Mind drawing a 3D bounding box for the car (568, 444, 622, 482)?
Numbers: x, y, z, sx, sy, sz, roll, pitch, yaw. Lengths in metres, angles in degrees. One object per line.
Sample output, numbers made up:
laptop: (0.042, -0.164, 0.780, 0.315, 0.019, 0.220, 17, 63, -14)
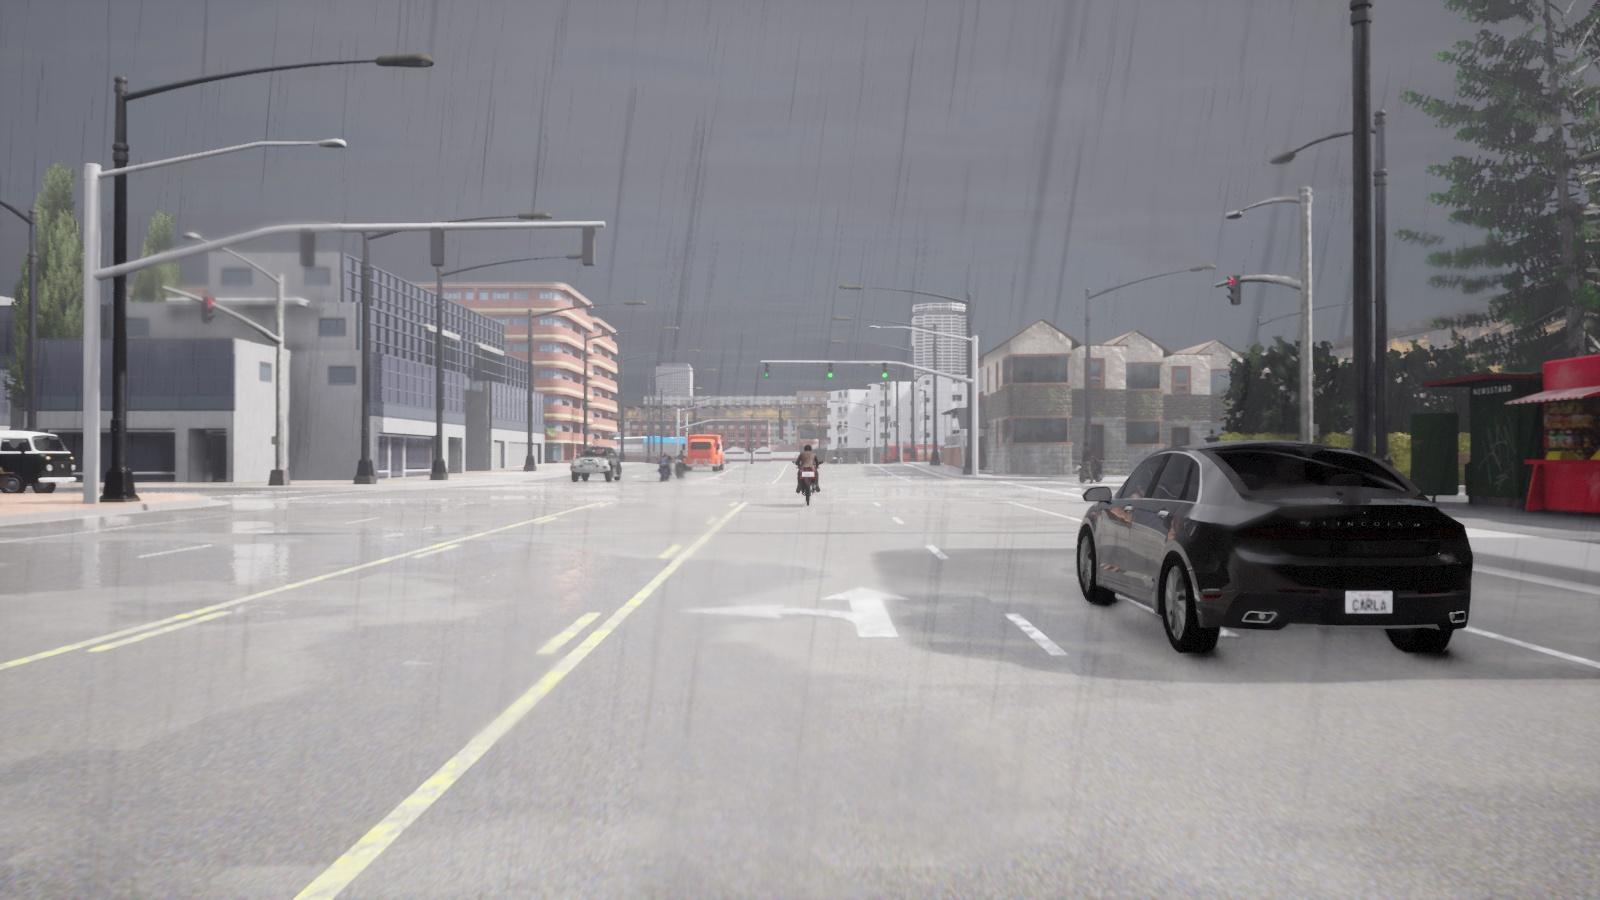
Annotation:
car: (-10.127, 0.633, 62.464, 1.932, 1.855, 4.605, 0, 0, 0)

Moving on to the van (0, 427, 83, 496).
van: (-24.718, 0.354, 38.308, 4.480, 2.038, 2.069, 0, -1, 1)

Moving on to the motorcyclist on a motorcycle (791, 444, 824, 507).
motorcyclist on a motorcycle: (0.198, 0.622, 31.525, 0.797, 1.523, 2.044, 0, 0, 0)

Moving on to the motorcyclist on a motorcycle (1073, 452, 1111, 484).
motorcyclist on a motorcycle: (14.008, 0.845, 60.112, 2.044, 1.523, 0.797, 1, -1, -44)

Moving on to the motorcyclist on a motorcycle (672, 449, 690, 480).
motorcyclist on a motorcycle: (-6.584, 0.792, 69.352, 0.766, 1.649, 2.350, 0, 0, 0)

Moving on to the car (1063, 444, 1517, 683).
car: (3.575, 0.697, 10.297, 1.837, 1.490, 4.892, 0, 0, 0)

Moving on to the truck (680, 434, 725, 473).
truck: (-6.496, 0.189, 84.465, 2.627, 2.467, 5.204, 0, 1, 0)

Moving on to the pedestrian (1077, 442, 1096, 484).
pedestrian: (12.654, 0.570, 55.509, 0.431, 1.840, 0.703, 0, -1, -34)

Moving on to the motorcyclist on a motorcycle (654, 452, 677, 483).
motorcyclist on a motorcycle: (-6.626, 0.850, 61.986, 0.866, 1.530, 2.191, 0, 0, 0)
